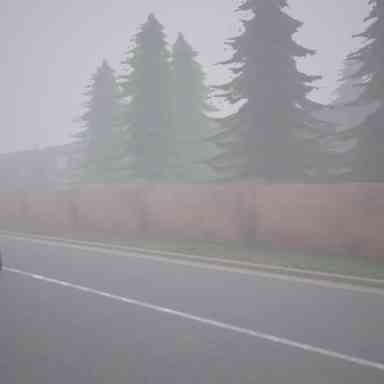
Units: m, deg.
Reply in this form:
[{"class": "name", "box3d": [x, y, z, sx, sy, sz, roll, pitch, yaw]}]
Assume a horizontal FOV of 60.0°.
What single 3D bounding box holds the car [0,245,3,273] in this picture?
[{"class": "car", "box3d": [-7.217, 1.401, 9.130, 4.553, 1.767, 2.097, 0, 0, 35]}]
